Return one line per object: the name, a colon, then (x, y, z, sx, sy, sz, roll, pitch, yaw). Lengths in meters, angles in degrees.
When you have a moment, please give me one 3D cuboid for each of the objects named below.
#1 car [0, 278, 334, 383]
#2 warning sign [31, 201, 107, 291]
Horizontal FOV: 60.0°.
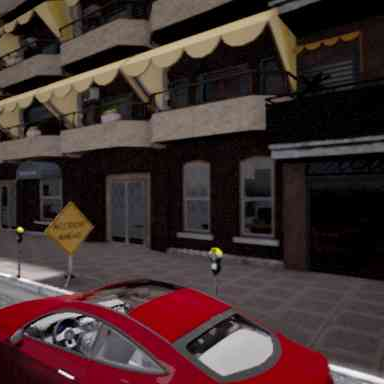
car: (-0.739, 1.596, 3.401, 4.206, 1.307, 1.802, 0, 0, 35)
warning sign: (-2.885, 1.154, 7.847, 1.060, 1.860, 1.300, 0, 0, 35)
